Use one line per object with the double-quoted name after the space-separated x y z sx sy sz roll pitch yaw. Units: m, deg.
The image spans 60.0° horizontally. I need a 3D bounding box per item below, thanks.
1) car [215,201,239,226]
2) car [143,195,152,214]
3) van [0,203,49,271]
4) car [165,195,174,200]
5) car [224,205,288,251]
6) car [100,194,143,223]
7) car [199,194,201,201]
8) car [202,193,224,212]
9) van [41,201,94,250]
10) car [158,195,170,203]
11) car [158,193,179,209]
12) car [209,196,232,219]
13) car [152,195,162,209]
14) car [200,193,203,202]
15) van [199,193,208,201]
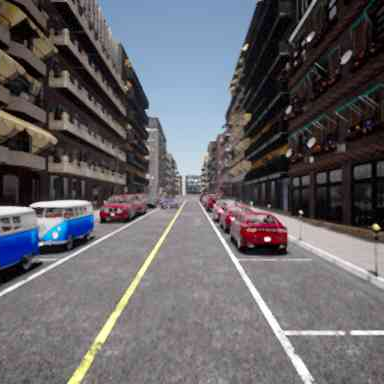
2.584 1.444 19.103 1.887 1.381 4.507 1 0 0 "car"
-5.291 1.164 30.224 2.192 1.841 5.009 1 0 0 "car"
-5.291 1.294 8.101 1.690 1.788 3.998 2 0 0 "van"
-5.300 1.293 80.002 1.802 1.307 4.206 1 0 0 "car"
2.584 1.470 13.573 1.887 1.381 4.507 1 0 0 "car"
-5.291 1.188 24.694 2.192 1.841 5.009 1 0 0 "car"
2.548 1.335 57.822 1.802 1.307 4.206 1 0 0 "car"
2.555 1.141 35.695 2.192 1.841 5.009 1 0 0 "car"
-5.292 1.267 13.633 1.690 1.788 3.998 1 0 0 "van"
-5.298 1.284 63.408 1.887 1.381 4.507 1 0 0 "car"
-2.750 1.176 42.047 2.097 1.767 4.553 0 0 0 "car"
2.594 1.314 24.634 1.967 1.590 4.097 1 0 0 "car"
-5.298 1.370 41.287 1.947 1.339 4.313 1 0 0 "car"
2.551 1.226 46.759 1.967 1.590 4.097 1 0 0 "car"
2.552 1.060 74.416 1.690 1.788 3.998 1 0 0 "van"
